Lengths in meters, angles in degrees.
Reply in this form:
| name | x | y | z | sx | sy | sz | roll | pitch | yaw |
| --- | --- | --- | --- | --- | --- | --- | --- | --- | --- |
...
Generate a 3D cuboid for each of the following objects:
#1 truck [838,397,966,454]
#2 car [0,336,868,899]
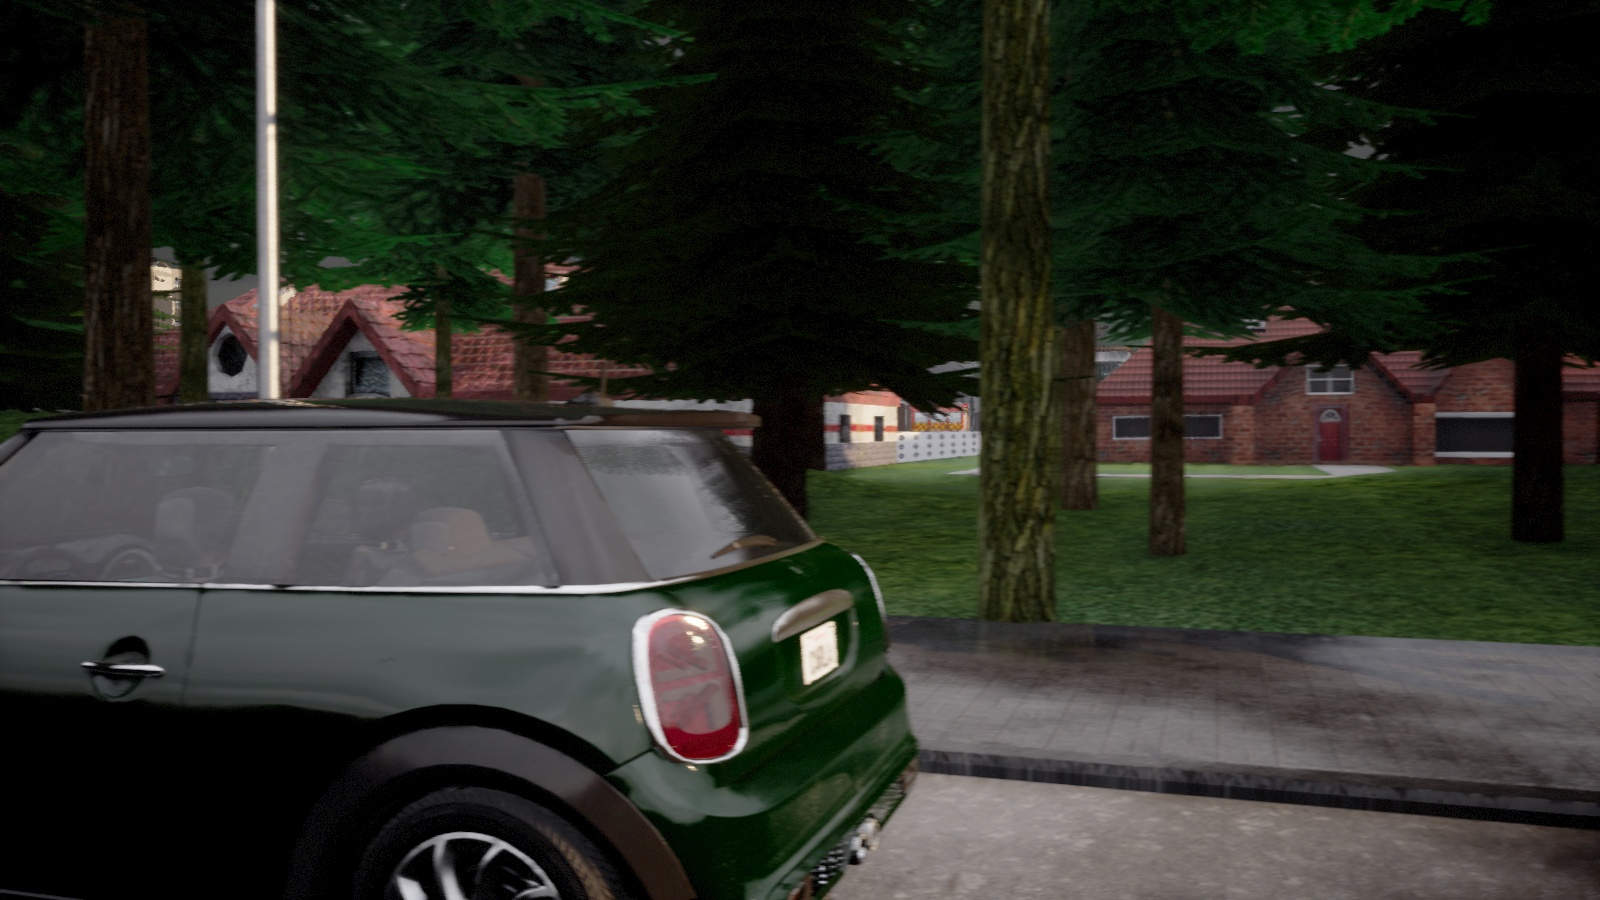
| name | x | y | z | sx | sy | sz | roll | pitch | yaw |
| --- | --- | --- | --- | --- | --- | --- | --- | --- | --- |
| truck | 7.165 | -1.735 | 87.991 | 8.468 | 3.827 | 2.891 | 1 | 1 | 18 |
| car | -2.239 | 0.602 | 4.472 | 4.553 | 1.767 | 2.097 | 0 | 1 | 19 |
